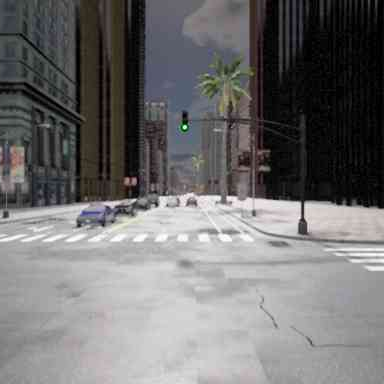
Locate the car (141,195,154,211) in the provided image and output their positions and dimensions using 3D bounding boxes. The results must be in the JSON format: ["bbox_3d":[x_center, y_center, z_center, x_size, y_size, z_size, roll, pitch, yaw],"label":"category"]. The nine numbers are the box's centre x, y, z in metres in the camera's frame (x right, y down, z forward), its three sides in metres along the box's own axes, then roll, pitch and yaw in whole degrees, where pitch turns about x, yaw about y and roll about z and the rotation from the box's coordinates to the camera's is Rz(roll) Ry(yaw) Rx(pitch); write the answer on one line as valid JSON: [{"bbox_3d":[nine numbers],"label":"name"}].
[{"bbox_3d":[-6.514,1.591,43.546,1.882,1.535,5.008,0,0,0],"label":"car"}]

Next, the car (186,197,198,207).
[{"bbox_3d":[-0.018,1.671,55.647,1.812,1.442,4.674,0,0,0],"label":"car"}]

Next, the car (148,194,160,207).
[{"bbox_3d":[-6.517,1.363,54.159,2.150,2.045,5.566,0,0,0],"label":"car"}]

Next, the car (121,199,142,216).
[{"bbox_3d":[-6.597,1.651,33.323,1.994,1.385,4.181,0,0,0],"label":"car"}]

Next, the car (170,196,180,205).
[{"bbox_3d":[-3.270,1.649,64.798,1.882,1.535,5.008,0,0,0],"label":"car"}]

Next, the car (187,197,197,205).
[{"bbox_3d":[-0.020,1.720,65.868,2.033,1.411,5.357,0,0,0],"label":"car"}]

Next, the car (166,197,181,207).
[{"bbox_3d":[-3.268,1.669,54.794,1.812,1.442,4.674,0,0,0],"label":"car"}]

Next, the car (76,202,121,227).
[{"bbox_3d":[-6.592,1.586,23.317,1.812,1.442,4.674,0,0,-1],"label":"car"}]
